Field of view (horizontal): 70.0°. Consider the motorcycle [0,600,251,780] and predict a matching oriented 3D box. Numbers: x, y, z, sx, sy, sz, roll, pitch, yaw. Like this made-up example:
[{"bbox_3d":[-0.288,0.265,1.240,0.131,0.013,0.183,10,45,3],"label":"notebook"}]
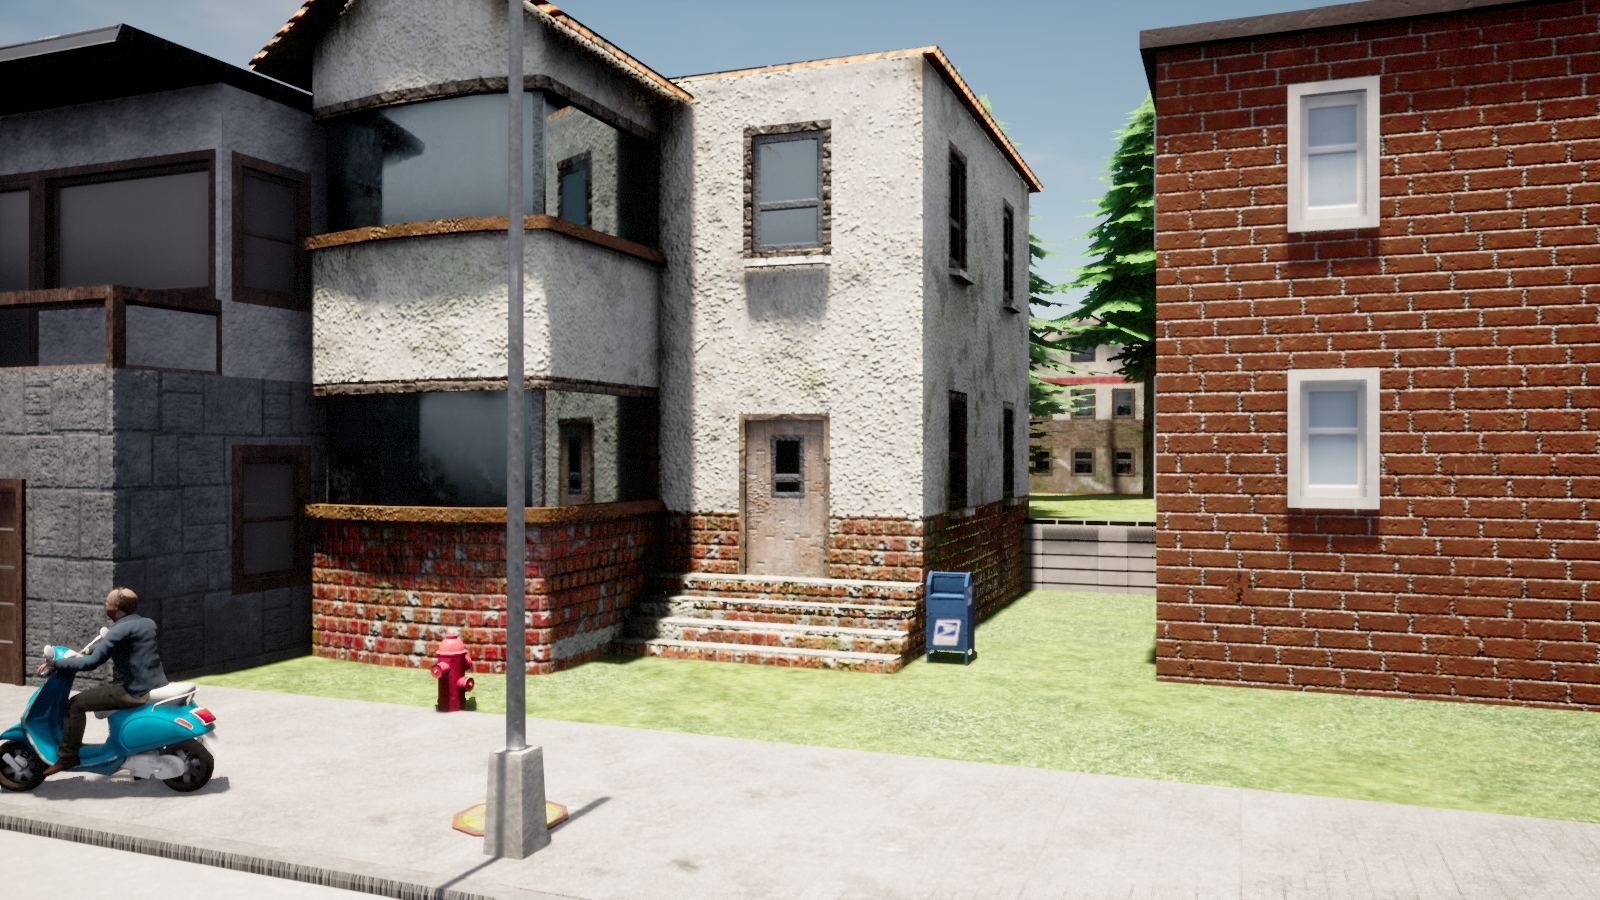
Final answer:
[{"bbox_3d":[-5.442,1.858,9.019,1.805,1.236,0.856,0,0,1],"label":"motorcycle"}]
